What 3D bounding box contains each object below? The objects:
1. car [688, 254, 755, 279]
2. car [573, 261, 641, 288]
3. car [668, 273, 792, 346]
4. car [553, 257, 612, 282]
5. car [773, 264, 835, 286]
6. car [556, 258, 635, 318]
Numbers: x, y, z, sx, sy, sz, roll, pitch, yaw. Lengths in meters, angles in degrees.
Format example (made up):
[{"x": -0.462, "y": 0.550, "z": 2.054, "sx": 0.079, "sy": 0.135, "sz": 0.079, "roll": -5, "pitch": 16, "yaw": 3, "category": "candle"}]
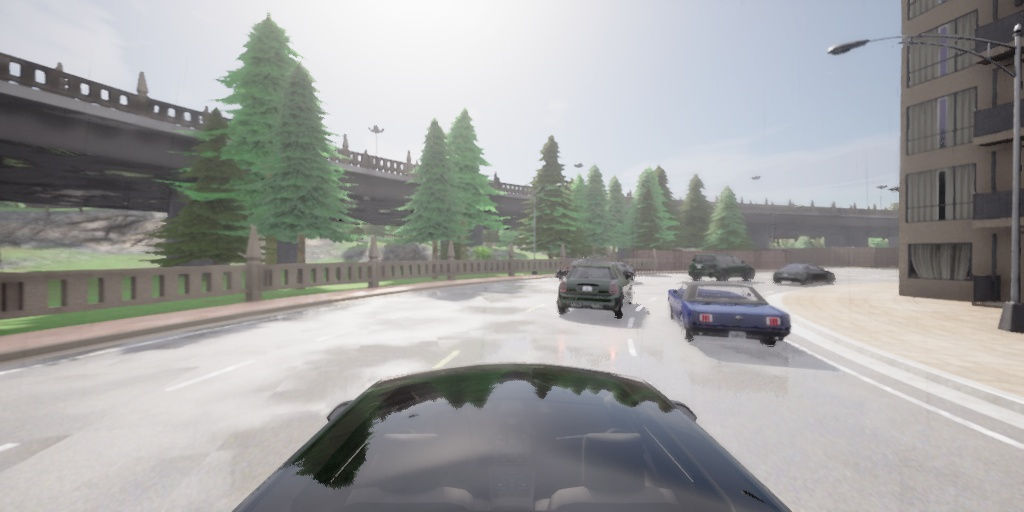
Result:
[{"x": 15.396, "y": 0.871, "z": 26.350, "sx": 5.566, "sy": 2.045, "sz": 2.150, "roll": 0, "pitch": 0, "yaw": -30, "category": "car"}, {"x": 6.407, "y": 1.132, "z": 23.973, "sx": 4.902, "sy": 1.511, "sz": 2.128, "roll": 0, "pitch": 0, "yaw": -43, "category": "car"}, {"x": 5.311, "y": 1.321, "z": 9.465, "sx": 1.895, "sy": 1.301, "sz": 4.718, "roll": 0, "pitch": 0, "yaw": 18, "category": "car"}, {"x": 5.476, "y": 0.969, "z": 27.746, "sx": 4.553, "sy": 1.767, "sz": 2.097, "roll": 0, "pitch": 1, "yaw": -41, "category": "car"}, {"x": 19.978, "y": 1.236, "z": 24.532, "sx": 4.181, "sy": 1.385, "sz": 1.994, "roll": 0, "pitch": 0, "yaw": -23, "category": "car"}, {"x": 3.208, "y": 1.045, "z": 13.194, "sx": 2.097, "sy": 1.767, "sz": 4.553, "roll": 0, "pitch": 0, "yaw": 23, "category": "car"}]
